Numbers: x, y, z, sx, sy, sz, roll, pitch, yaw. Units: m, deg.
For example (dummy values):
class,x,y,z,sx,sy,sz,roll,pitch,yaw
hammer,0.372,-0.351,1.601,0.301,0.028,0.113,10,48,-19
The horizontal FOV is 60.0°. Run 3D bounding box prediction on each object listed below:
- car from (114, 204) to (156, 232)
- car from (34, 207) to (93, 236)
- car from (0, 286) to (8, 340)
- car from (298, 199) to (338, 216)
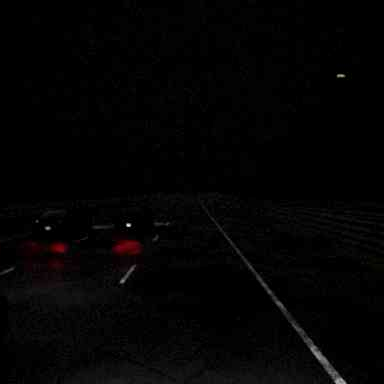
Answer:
class,x,y,z,sx,sy,sz,roll,pitch,yaw
car,-3.406,1.516,20.238,1.837,1.490,4.892,0,0,0
car,-6.900,1.536,18.214,1.812,1.442,4.674,0,0,0
car,-3.401,1.223,1.857,2.150,2.045,5.566,0,0,0
car,10.897,1.441,29.695,2.097,1.767,4.553,0,0,-12
